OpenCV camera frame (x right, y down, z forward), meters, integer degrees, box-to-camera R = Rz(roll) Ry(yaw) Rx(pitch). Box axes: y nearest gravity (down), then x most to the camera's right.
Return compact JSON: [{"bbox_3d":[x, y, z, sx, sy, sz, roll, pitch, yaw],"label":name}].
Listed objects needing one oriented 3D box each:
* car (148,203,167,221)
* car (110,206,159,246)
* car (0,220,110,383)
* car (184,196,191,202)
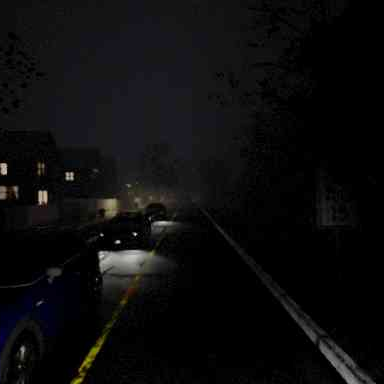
[{"bbox_3d":[-3.186,1.682,29.360,1.812,1.442,4.674,-1,0,0],"label":"car"},{"bbox_3d":[-3.029,1.653,16.155,2.033,1.411,5.357,-1,0,0],"label":"car"},{"bbox_3d":[-2.893,1.415,5.048,2.097,1.767,4.553,-1,0,-1],"label":"car"},{"bbox_3d":[-1.083,1.836,86.374,1.837,1.490,4.892,-1,0,-1],"label":"car"}]
